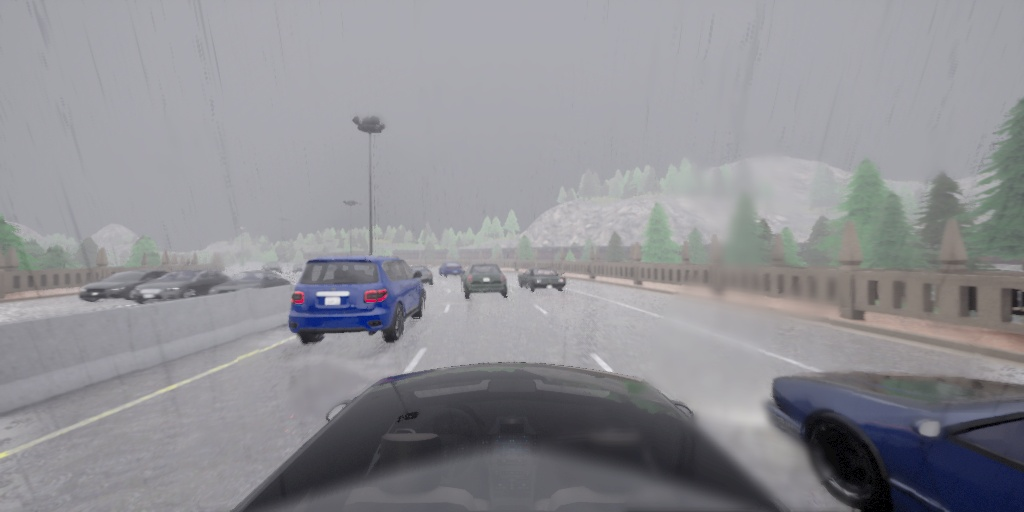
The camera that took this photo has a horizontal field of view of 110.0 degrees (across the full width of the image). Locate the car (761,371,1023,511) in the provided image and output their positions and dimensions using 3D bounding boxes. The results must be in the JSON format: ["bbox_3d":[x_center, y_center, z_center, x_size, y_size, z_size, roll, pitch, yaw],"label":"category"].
[{"bbox_3d":[3.514,1.267,1.212,2.033,1.411,5.357,0,0,0],"label":"car"}]

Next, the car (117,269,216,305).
[{"bbox_3d":[-15.693,1.425,17.457,2.128,1.511,4.902,-1,0,-11],"label":"car"}]

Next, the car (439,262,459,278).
[{"bbox_3d":[-6.245,1.348,36.518,1.882,1.535,5.008,-1,0,-20],"label":"car"}]

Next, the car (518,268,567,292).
[{"bbox_3d":[1.607,1.359,21.223,1.895,1.301,4.718,-1,0,-10],"label":"car"}]

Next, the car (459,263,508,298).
[{"bbox_3d":[-1.558,1.140,18.991,2.097,1.767,4.553,-1,0,-10],"label":"car"}]

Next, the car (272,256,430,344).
[{"bbox_3d":[-3.863,1.017,9.966,2.150,2.045,5.566,0,0,-5],"label":"car"}]

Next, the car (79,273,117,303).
[{"bbox_3d":[-19.499,1.485,18.702,1.837,1.490,4.892,0,0,-12],"label":"car"}]

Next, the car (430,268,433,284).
[{"bbox_3d":[-7.133,1.430,27.654,1.994,1.385,4.181,-1,0,-15],"label":"car"}]

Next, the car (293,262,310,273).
[{"bbox_3d":[-32.574,1.763,55.438,1.837,1.490,4.892,0,0,-36],"label":"car"}]

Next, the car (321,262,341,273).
[{"bbox_3d":[-27.709,1.735,54.807,2.033,1.411,5.357,-1,0,-34],"label":"car"}]

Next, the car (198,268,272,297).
[{"bbox_3d":[-12.028,1.457,16.777,1.994,1.385,4.181,-1,0,-10],"label":"car"}]
